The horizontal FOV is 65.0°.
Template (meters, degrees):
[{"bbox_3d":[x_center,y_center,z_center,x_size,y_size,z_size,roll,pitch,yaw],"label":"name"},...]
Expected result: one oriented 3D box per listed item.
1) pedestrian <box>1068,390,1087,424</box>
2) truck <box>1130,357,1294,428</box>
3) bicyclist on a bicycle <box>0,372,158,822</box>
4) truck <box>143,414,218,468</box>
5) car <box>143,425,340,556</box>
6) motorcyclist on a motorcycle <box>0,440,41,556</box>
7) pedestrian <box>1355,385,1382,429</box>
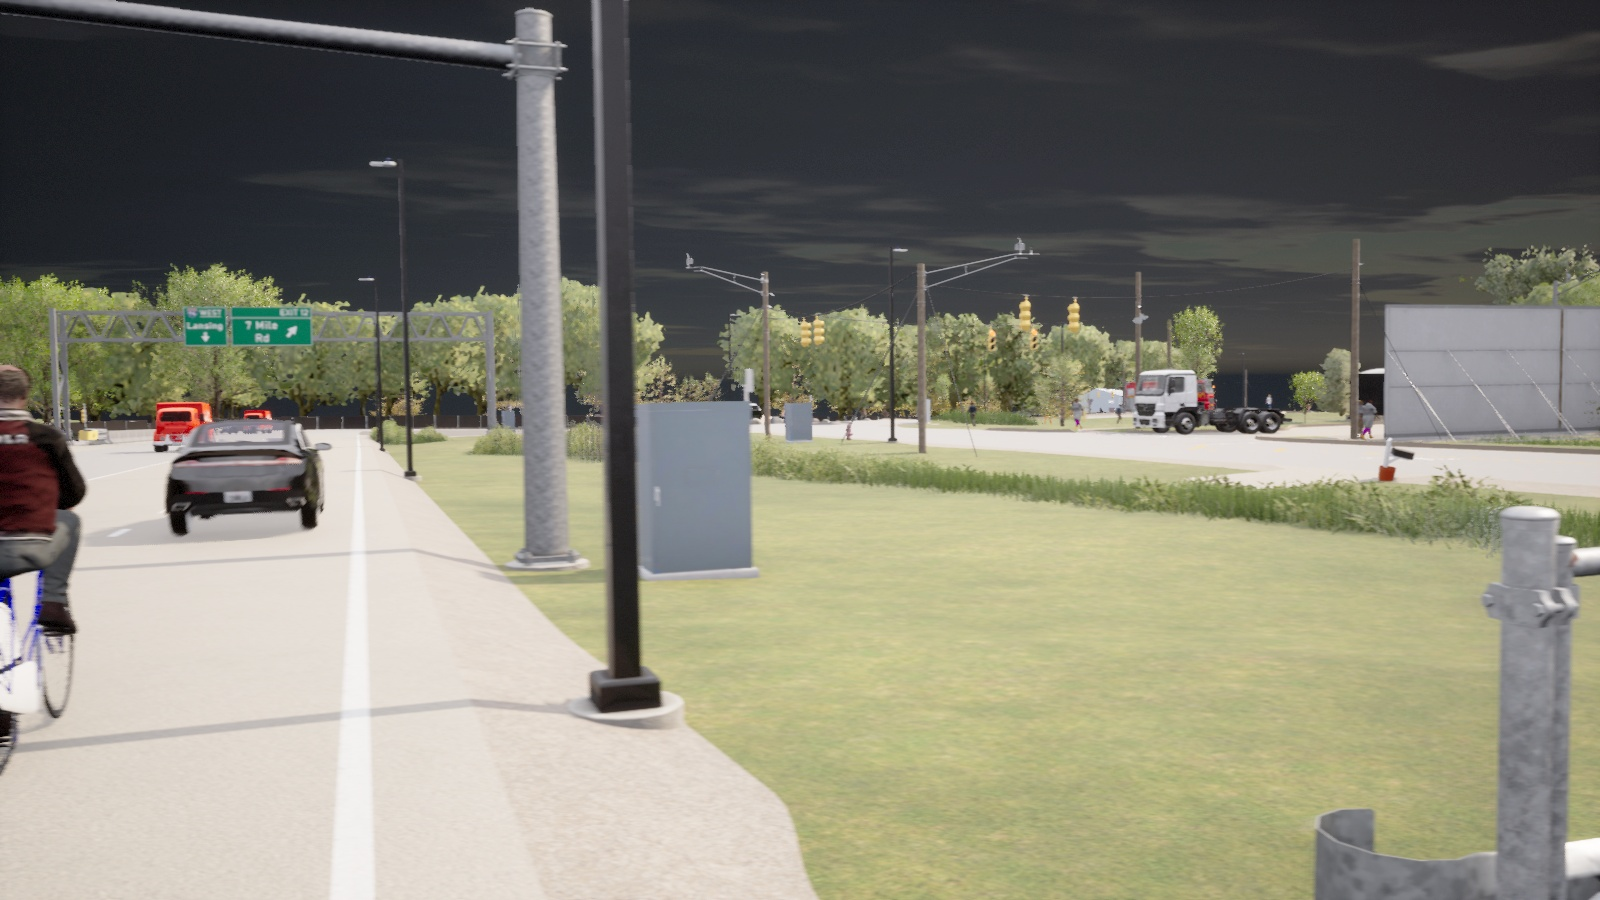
[{"bbox_3d":[16.035,-2.488,72.627,0.873,1.952,0.659,-5,5,-44],"label":"pedestrian"},{"bbox_3d":[21.857,-3.078,66.711,7.936,3.462,2.891,-2,3,-14],"label":"truck"},{"bbox_3d":[-3.538,0.575,5.823,0.659,1.776,1.843,-3,2,-19],"label":"bicyclist on a bicycle"},{"bbox_3d":[-31.023,-0.482,63.079,2.627,2.467,5.204,-3,2,-19],"label":"truck"},{"bbox_3d":[-7.831,0.450,18.085,2.128,1.511,4.902,-3,2,-19],"label":"car"},{"bbox_3d":[-11.329,0.649,17.504,0.797,1.523,2.044,-3,2,-19],"label":"motorcyclist on a motorcycle"},{"bbox_3d":[25.764,-1.972,56.924,0.873,1.952,0.659,-3,4,-22],"label":"pedestrian"}]
